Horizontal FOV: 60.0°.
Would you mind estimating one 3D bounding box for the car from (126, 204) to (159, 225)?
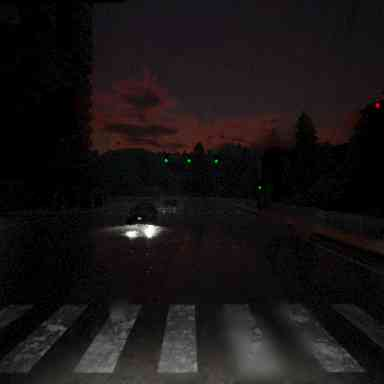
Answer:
[{"bbox_3d":[-3.514,1.586,24.169,1.994,1.385,4.181,0,0,-1],"label":"car"}]

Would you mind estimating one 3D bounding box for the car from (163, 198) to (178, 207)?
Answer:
[{"bbox_3d":[-3.149,1.586,49.338,1.895,1.301,4.718,0,0,3],"label":"car"}]
